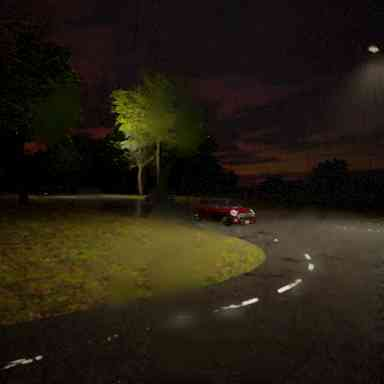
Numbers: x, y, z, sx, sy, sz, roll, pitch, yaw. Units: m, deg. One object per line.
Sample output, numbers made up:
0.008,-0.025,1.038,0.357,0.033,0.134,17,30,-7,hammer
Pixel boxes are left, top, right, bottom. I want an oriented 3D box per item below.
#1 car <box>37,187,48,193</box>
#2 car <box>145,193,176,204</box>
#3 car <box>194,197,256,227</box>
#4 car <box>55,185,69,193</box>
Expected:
-38.381,-0.489,85.212,1.994,1.385,4.181,-1,2,-33,car
-4.192,0.805,43.214,2.033,1.411,5.357,-1,2,-35,car
2.114,1.215,22.280,2.097,1.767,4.553,-1,2,-35,car
-32.513,-0.728,83.032,2.150,2.045,5.566,-1,2,-35,car
